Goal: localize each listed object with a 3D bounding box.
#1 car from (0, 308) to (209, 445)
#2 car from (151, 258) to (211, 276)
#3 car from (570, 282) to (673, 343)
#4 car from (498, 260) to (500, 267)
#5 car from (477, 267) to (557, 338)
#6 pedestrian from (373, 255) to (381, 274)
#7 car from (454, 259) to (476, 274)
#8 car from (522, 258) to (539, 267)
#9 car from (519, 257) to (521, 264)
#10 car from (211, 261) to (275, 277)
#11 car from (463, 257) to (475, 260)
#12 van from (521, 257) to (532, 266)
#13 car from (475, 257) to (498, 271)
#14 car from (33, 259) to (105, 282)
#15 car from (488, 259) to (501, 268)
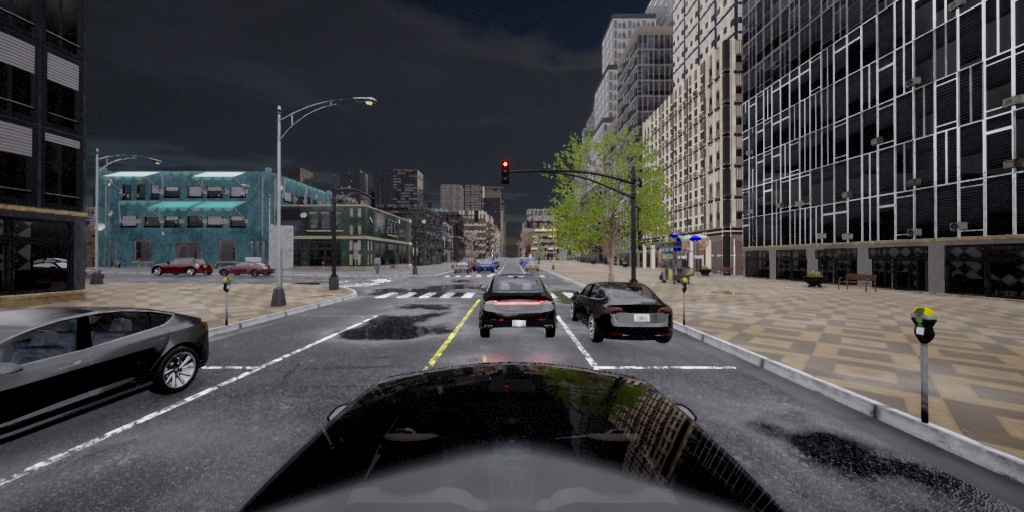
[{"bbox_3d":[-5.689,1.316,3.972,1.948,1.339,4.313,0,0,0],"label":"car"},{"bbox_3d":[-28.370,0.879,30.822,4.097,1.591,1.967,0,0,-1],"label":"car"},{"bbox_3d":[2.691,1.316,9.512,1.948,1.339,4.313,0,0,0],"label":"car"},{"bbox_3d":[-3.082,1.318,53.512,1.994,1.385,4.181,0,0,1],"label":"car"},{"bbox_3d":[0.110,1.242,10.182,2.128,1.511,4.902,0,0,-1],"label":"car"},{"bbox_3d":[-12.751,0.789,33.992,0.375,1.860,0.375,0,-1,-1],"label":"pedestrian"},{"bbox_3d":[-5.692,1.334,41.987,1.802,1.307,4.207,0,0,0],"label":"car"},{"bbox_3d":[2.688,1.278,47.711,1.751,1.417,4.829,0,0,0],"label":"car"},{"bbox_3d":[2.687,1.305,64.194,2.007,1.370,4.403,0,0,0],"label":"car"},{"bbox_3d":[-22.823,1.090,30.900,4.207,1.307,1.802,0,0,-1],"label":"car"},{"bbox_3d":[-5.692,1.068,47.538,2.192,1.841,5.009,0,0,0],"label":"car"},{"bbox_3d":[2.688,1.094,53.093,1.690,1.789,3.998,0,0,0],"label":"van"},{"bbox_3d":[-3.103,1.230,43.661,1.882,1.535,5.008,0,0,0],"label":"car"},{"bbox_3d":[-28.251,0.980,22.442,4.207,1.307,1.802,0,0,-1],"label":"car"},{"bbox_3d":[-3.064,1.302,63.960,2.033,1.411,5.357,0,0,0],"label":"car"}]
